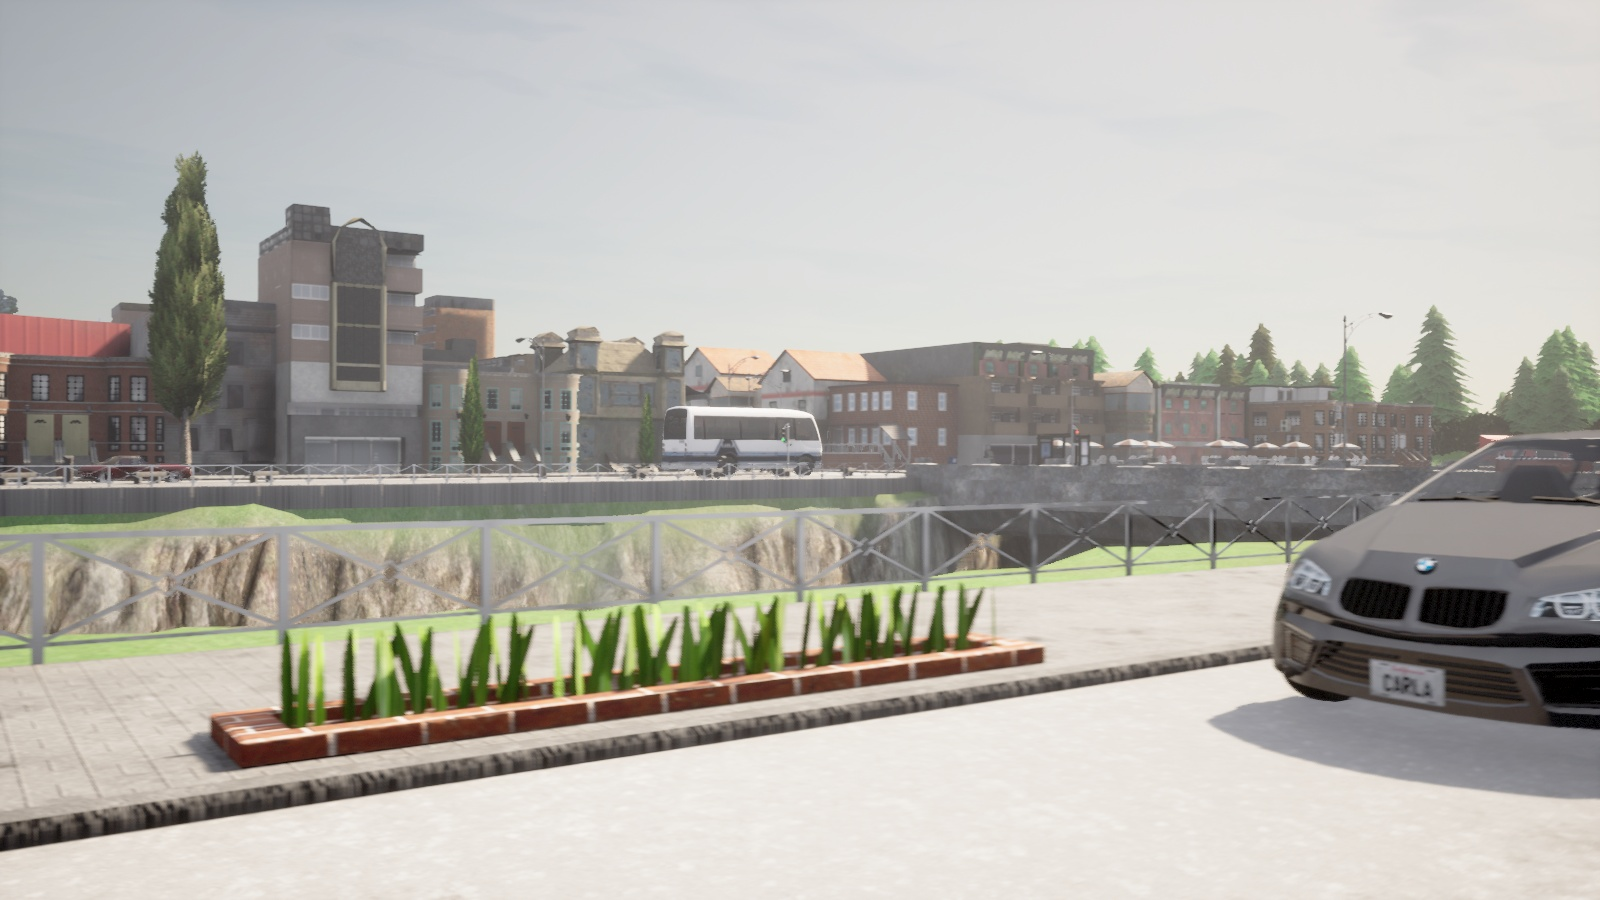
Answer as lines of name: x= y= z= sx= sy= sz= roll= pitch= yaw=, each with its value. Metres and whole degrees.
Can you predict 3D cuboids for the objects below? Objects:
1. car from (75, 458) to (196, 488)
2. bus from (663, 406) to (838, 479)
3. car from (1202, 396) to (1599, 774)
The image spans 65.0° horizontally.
car: x=-30.707 y=1.052 z=58.084 sx=4.718 sy=1.301 sz=1.895 roll=0 pitch=0 yaw=-35
bus: x=-2.960 y=-0.436 z=77.417 sx=10.273 sy=4.253 sz=3.944 roll=0 pitch=0 yaw=-35
car: x=4.857 y=0.598 z=7.649 sx=4.611 sy=1.667 sz=2.242 roll=0 pitch=0 yaw=-35
